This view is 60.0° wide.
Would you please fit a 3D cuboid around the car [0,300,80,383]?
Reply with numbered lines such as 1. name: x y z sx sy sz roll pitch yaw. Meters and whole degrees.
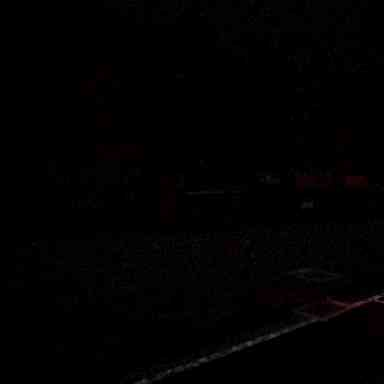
1. car: -2.363 1.438 1.155 4.097 1.590 1.967 0 -1 -35
